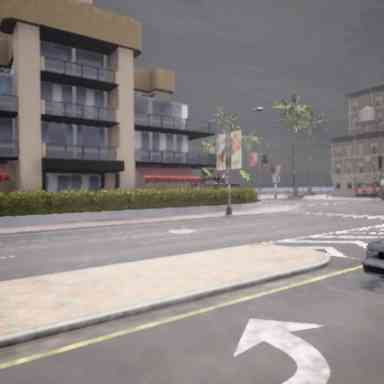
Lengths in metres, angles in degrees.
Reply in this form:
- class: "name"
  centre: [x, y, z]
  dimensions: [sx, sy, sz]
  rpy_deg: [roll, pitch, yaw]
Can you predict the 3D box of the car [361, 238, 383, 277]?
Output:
- class: "car"
  centre: [6.391, 1.380, 8.292]
  dimensions: [5.357, 1.411, 2.033]
  rpy_deg: [-1, 1, -35]
